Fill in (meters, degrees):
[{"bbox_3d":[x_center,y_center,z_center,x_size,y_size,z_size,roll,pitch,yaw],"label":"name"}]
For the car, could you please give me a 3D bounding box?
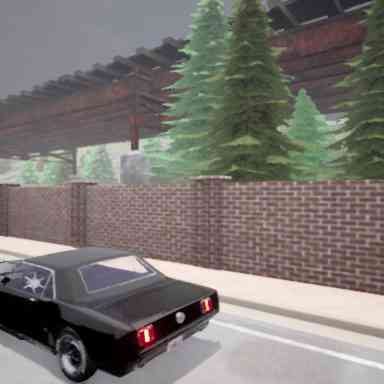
[{"bbox_3d":[-2.016,1.599,5.434,4.718,1.301,1.895,0,0,35],"label":"car"}]
